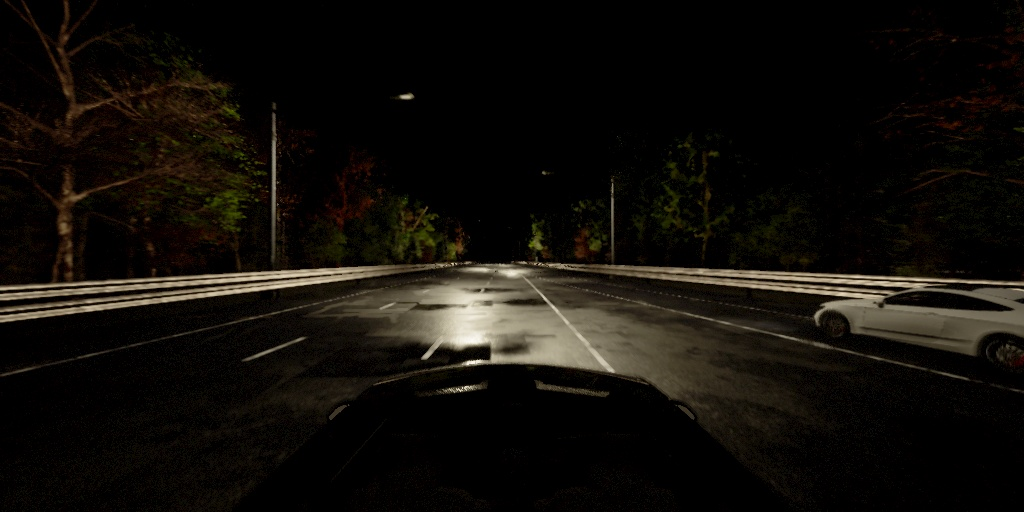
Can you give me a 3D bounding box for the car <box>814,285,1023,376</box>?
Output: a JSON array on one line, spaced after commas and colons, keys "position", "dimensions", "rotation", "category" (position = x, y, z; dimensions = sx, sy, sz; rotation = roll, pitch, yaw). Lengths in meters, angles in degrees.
[{"position": [9.177, 1.341, 7.575], "dimensions": [1.812, 1.442, 4.674], "rotation": [0, 0, -10], "category": "car"}]
